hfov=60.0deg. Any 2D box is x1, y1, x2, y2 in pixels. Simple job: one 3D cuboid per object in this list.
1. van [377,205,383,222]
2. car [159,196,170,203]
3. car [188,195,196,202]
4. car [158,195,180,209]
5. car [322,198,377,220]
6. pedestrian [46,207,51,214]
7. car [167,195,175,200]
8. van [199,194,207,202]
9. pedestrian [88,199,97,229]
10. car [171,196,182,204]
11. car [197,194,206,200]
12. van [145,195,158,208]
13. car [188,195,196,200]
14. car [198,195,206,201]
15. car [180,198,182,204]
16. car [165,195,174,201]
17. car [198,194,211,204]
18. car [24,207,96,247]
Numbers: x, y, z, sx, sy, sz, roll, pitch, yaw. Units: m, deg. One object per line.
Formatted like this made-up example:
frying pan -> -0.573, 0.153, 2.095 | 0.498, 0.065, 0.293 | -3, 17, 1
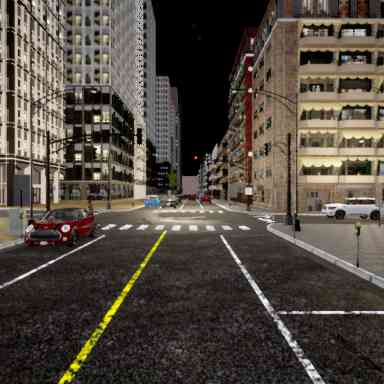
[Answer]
van -> 16.917, 1.704, 25.537 | 3.998, 1.788, 1.690 | 1, -1, 0
car -> -5.727, 1.547, 69.300 | 1.752, 1.417, 4.829 | 0, 0, 0
car -> -0.036, 1.496, 76.349 | 1.882, 1.535, 5.008 | 0, 0, 0
car -> -3.121, 1.499, 46.198 | 2.128, 1.511, 4.902 | 0, 0, 0
car -> 15.270, 1.544, 31.465 | 5.566, 2.045, 2.150 | 1, 0, -2
pedestrian -> -8.266, 1.422, 19.521 | 0.375, 1.300, 0.375 | 0, 0, 0
car -> -5.739, 1.564, 91.504 | 1.752, 1.417, 4.829 | 0, 0, 0
van -> 2.647, 1.371, 80.578 | 1.690, 1.788, 3.998 | 0, 0, 0
pedestrian -> -6.119, 1.293, 20.127 | 0.375, 1.860, 0.375 | 0, 0, 0
car -> -3.068, 1.583, 65.664 | 1.994, 1.385, 4.181 | 0, 0, 1
car -> 2.641, 1.354, 91.679 | 2.192, 1.841, 5.009 | 0, 0, 0
van -> -5.716, 1.349, 47.267 | 1.690, 1.788, 3.998 | 0, 0, 0
car -> -0.043, 1.480, 86.801 | 1.895, 1.301, 4.718 | 0, 0, 0
car -> 2.645, 1.585, 86.128 | 2.008, 1.369, 4.403 | 0, 0, 0
car -> -3.117, 1.504, 55.657 | 2.128, 1.511, 4.902 | 0, 0, 0
car -> -5.736, 1.474, 86.123 | 1.967, 1.590, 4.097 | 0, 0, 0
car -> 2.656, 1.333, 63.925 | 2.192, 1.841, 5.009 | 0, 0, 0
car -> -5.699, 1.440, 14.792 | 1.967, 1.590, 4.097 | 0, 0, 0
